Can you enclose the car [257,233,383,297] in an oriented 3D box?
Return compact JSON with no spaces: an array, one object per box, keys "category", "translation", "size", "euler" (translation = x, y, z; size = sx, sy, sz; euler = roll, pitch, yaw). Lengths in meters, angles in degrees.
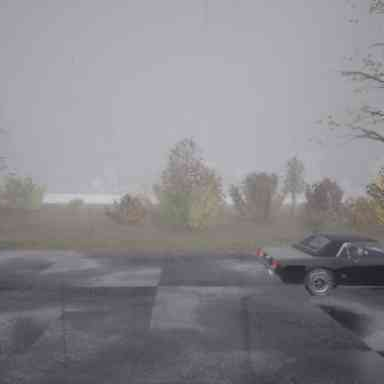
[{"category":"car","translation":[4.155,1.733,8.341],"size":[4.718,1.301,1.895],"euler":[1,0,-3]}]
